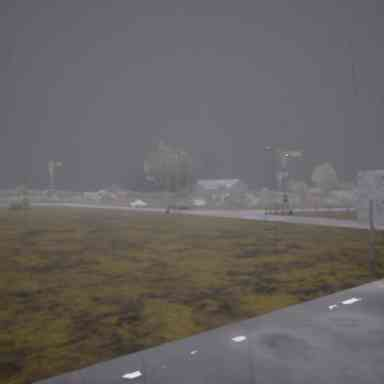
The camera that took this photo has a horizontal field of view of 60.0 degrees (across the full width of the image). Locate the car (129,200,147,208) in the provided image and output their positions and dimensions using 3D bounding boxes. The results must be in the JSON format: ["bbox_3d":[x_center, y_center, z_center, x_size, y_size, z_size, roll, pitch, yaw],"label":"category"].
[{"bbox_3d":[-10.076,2.264,62.254,1.812,1.442,4.674,0,-1,-36],"label":"car"}]

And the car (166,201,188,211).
[{"bbox_3d":[-2.371,2.125,51.574,1.994,1.385,4.181,0,-1,-35],"label":"car"}]
